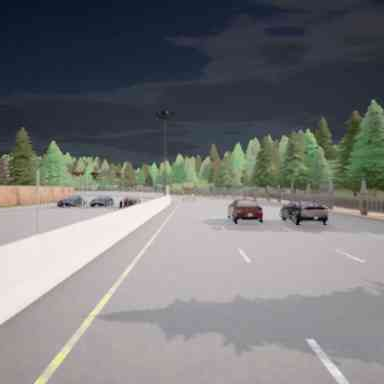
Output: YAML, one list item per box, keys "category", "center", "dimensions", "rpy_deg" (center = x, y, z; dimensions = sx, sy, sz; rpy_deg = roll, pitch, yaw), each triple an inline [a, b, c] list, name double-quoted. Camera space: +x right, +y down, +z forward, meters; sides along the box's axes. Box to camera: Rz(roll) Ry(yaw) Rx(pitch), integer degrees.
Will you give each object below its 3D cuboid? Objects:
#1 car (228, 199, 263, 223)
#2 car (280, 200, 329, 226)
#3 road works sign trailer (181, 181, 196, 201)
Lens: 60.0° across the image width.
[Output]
- category: "car"
  center: [3.592, 1.229, 23.036]
  dimensions: [1.882, 1.535, 5.008]
  rpy_deg: [0, 1, 0]
- category: "car"
  center: [7.093, 1.260, 21.450]
  dimensions: [2.128, 1.511, 4.902]
  rpy_deg: [0, 1, 0]
- category: "road works sign trailer"
  center: [-0.617, -0.176, 59.329]
  dimensions: [2.380, 3.560, 2.880]
  rpy_deg: [0, 1, -10]
